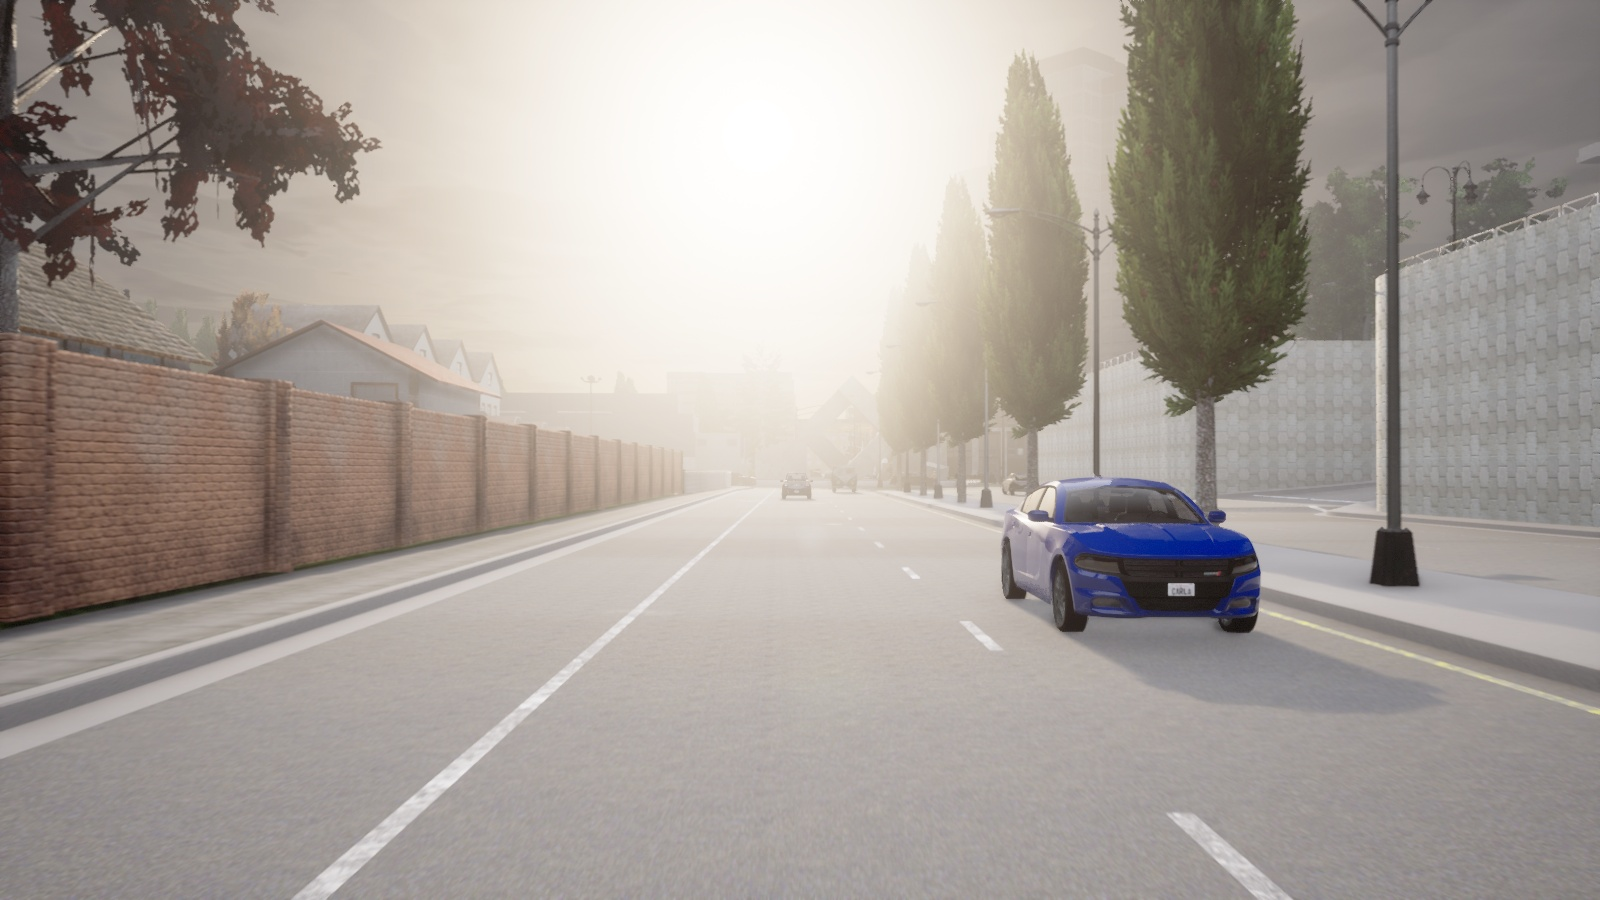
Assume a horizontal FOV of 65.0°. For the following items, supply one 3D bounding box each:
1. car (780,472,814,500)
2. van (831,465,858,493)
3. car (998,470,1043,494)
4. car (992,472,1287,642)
[{"bbox_3d":[-0.170,2.009,70.445,1.845,1.501,3.633,0,-1,0],"label":"car"},{"bbox_3d":[3.274,2.105,92.659,1.775,1.987,4.442,0,-1,0],"label":"van"},{"bbox_3d":[14.795,2.127,84.575,2.128,1.511,4.902,0,-1,0],"label":"car"},{"bbox_3d":[3.466,1.011,13.909,1.882,1.535,5.008,0,-1,0],"label":"car"}]
